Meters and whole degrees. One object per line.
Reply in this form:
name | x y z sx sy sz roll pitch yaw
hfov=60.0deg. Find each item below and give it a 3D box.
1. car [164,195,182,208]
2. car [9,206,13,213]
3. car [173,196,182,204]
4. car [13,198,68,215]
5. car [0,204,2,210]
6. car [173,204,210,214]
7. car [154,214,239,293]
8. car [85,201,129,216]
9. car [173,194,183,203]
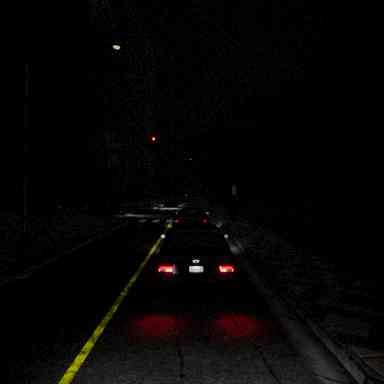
car | -3.139 1.646 51.422 2.033 1.411 5.357 0 0 3
car | -19.072 1.735 38.997 4.313 1.339 1.947 0 -1 0
car | -3.118 1.711 71.964 1.812 1.442 4.674 0 0 0
car | -13.593 1.380 30.495 4.097 1.590 1.967 0 -2 -1
car | -24.559 1.754 38.980 4.206 1.307 1.802 0 -1 0
car | 0.002 1.577 18.298 1.994 1.385 4.181 0 0 1
car | 0.073 1.552 8.993 2.033 1.411 5.357 0 0 0
car | -8.198 1.548 32.080 4.181 1.385 1.994 0 -2 18
car | -3.165 1.493 61.051 2.097 1.767 4.553 0 0 0
